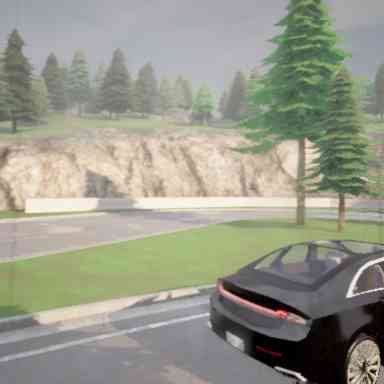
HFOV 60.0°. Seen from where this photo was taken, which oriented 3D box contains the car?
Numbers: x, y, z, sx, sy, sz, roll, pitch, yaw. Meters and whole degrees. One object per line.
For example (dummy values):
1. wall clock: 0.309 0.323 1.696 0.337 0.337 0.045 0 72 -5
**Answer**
1. car: 2.550 1.495 5.048 4.902 1.511 2.128 1 0 -32
